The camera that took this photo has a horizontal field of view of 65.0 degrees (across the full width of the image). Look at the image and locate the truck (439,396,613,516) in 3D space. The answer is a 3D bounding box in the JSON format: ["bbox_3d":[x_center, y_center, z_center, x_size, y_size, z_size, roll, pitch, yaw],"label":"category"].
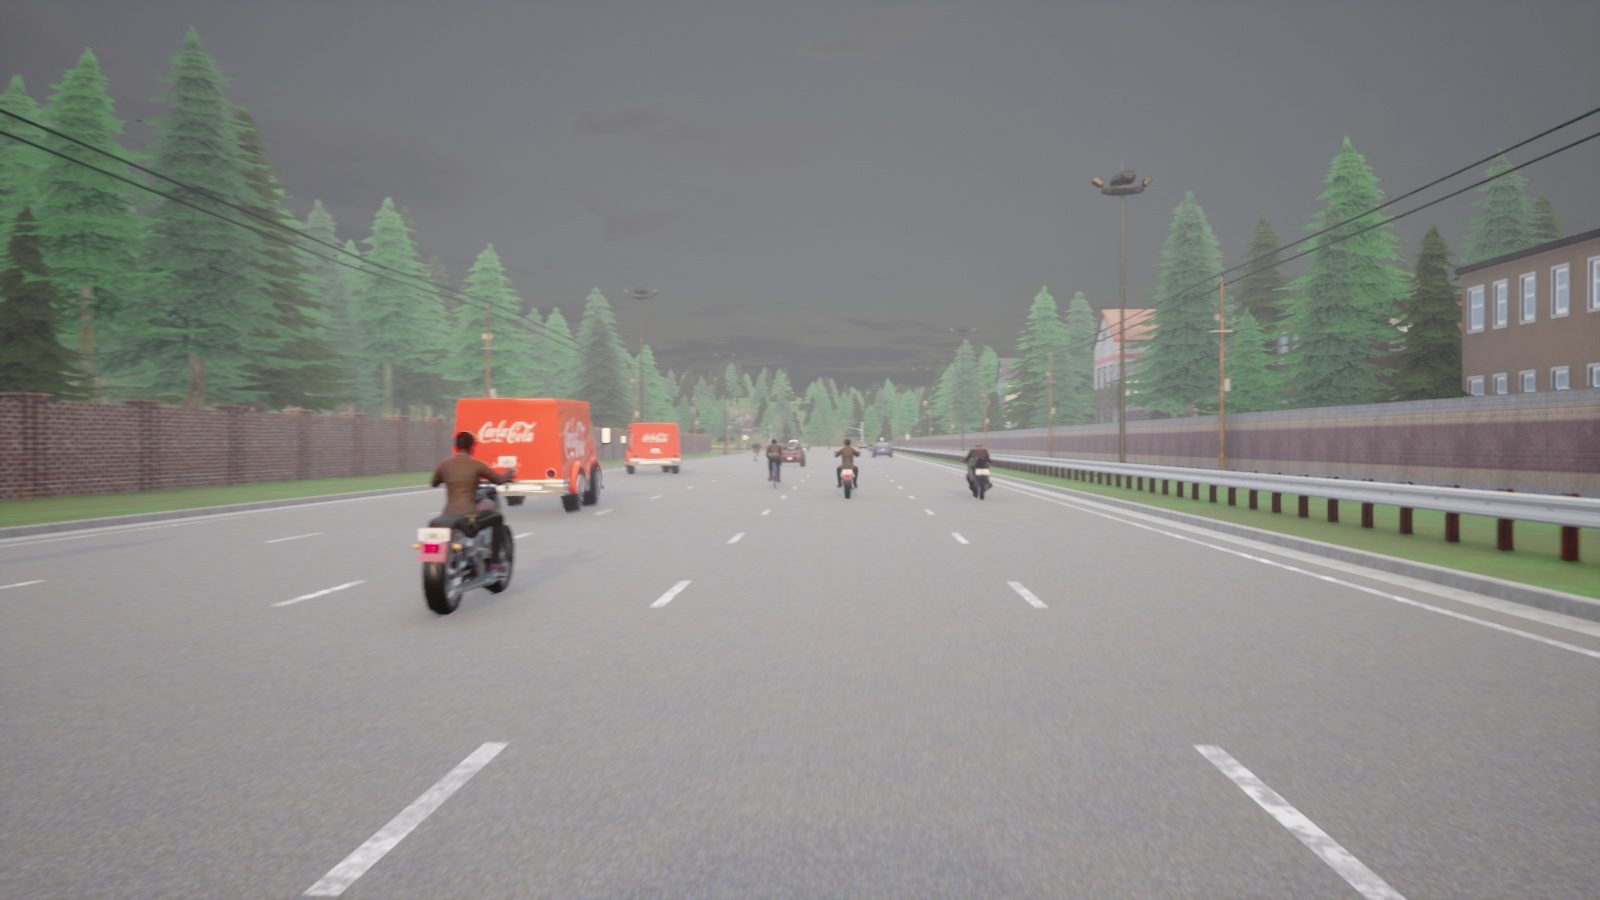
[{"bbox_3d":[-6.006,0.094,28.365,2.627,2.467,5.204,0,1,2],"label":"truck"}]

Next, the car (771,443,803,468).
[{"bbox_3d":[-0.774,0.314,78.307,1.816,1.474,4.193,0,0,2],"label":"car"}]

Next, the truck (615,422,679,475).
[{"bbox_3d":[-7.528,-0.098,61.314,2.627,2.467,5.204,0,0,-12],"label":"truck"}]

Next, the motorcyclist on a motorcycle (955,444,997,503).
[{"bbox_3d":[4.678,0.597,33.501,0.866,1.530,2.191,0,0,2],"label":"motorcyclist on a motorcycle"}]

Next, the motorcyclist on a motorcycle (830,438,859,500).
[{"bbox_3d":[1.213,0.502,34.558,0.766,1.649,2.350,0,0,2],"label":"motorcyclist on a motorcycle"}]

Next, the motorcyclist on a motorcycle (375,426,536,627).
[{"bbox_3d":[-3.088,0.628,11.527,0.766,1.649,2.350,0,0,2],"label":"motorcyclist on a motorcycle"}]
